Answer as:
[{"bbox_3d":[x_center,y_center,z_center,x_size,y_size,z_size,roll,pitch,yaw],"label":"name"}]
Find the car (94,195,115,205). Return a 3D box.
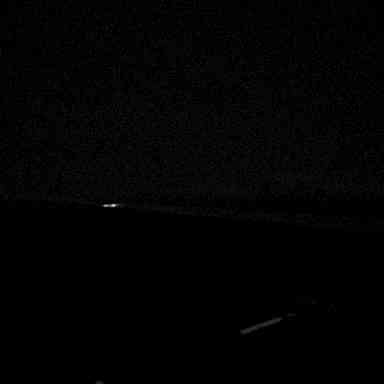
[{"bbox_3d":[-14.045,1.247,53.289,2.033,1.411,5.357,-2,1,-35],"label":"car"}]
